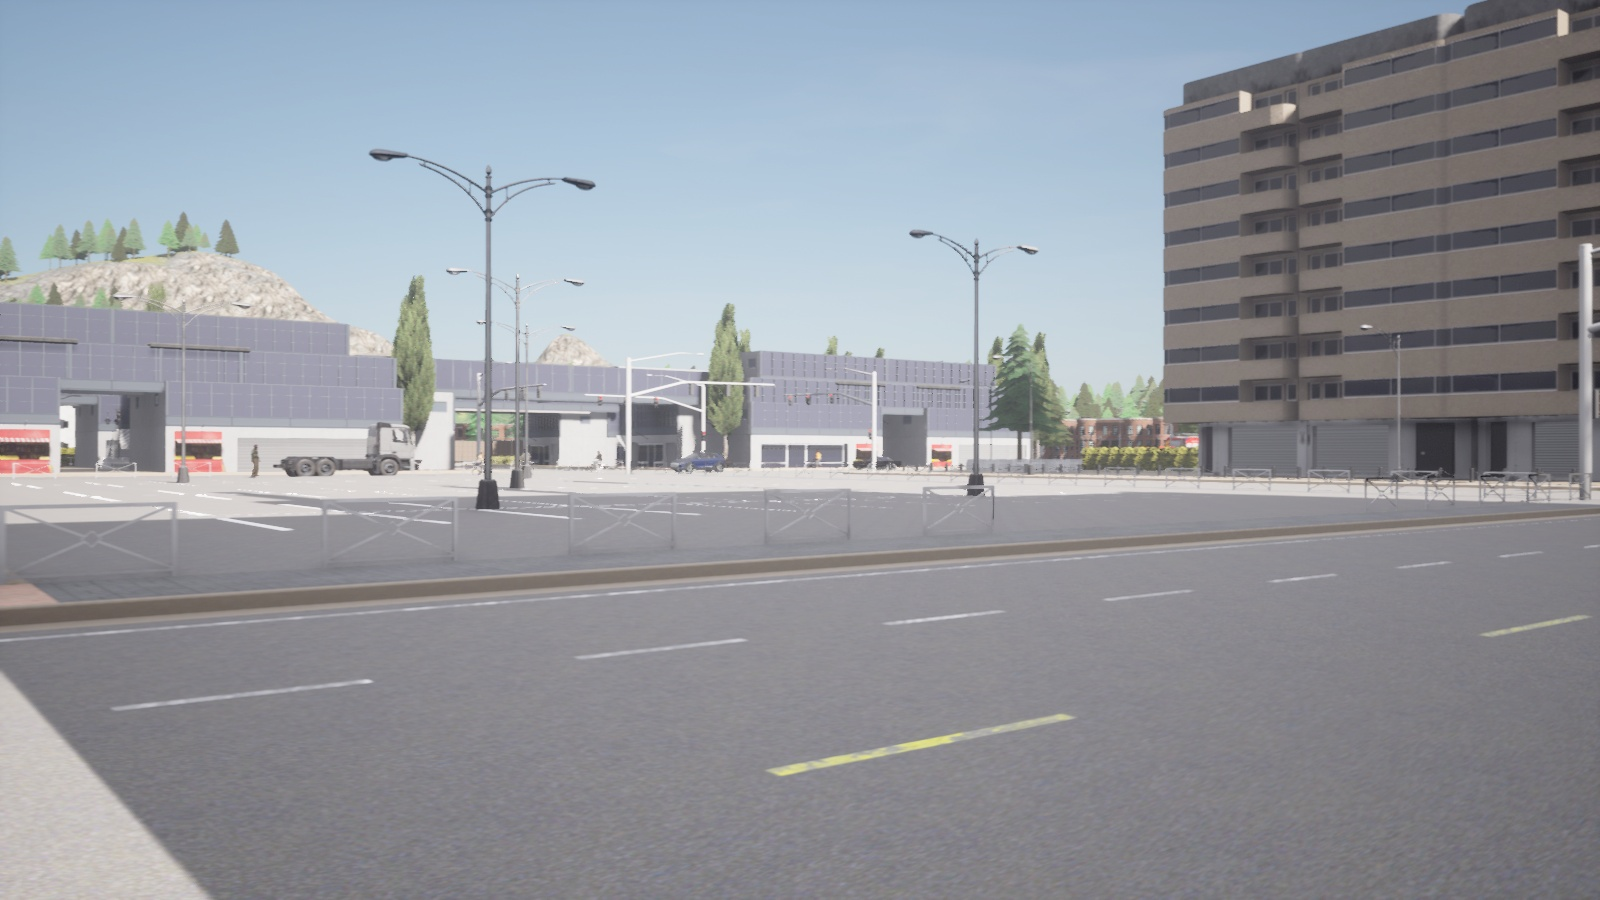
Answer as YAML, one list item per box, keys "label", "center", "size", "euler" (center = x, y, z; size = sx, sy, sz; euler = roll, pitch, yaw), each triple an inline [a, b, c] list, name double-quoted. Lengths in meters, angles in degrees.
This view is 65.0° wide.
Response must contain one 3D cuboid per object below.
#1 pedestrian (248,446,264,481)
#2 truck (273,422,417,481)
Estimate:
- label: "pedestrian"
  center: [-29.893, 0.723, 69.039]
  size: [0.692, 1.930, 0.395]
  euler: [0, 0, 7]
- label: "truck"
  center: [-28.126, 0.104, 77.804]
  size: [7.936, 3.462, 2.891]
  euler: [0, 0, -36]
